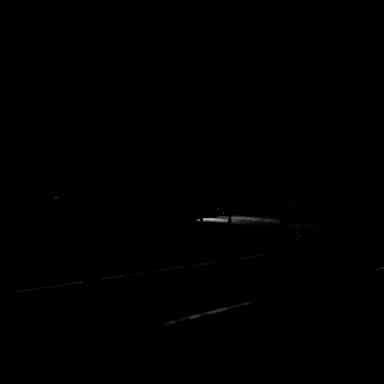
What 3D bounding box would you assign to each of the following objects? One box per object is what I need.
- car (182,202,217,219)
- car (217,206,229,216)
[{"bbox_3d":[-0.106,1.685,30.962,1.994,1.385,4.181,0,0,-39],"label":"car"},{"bbox_3d":[1.732,1.745,34.263,1.895,1.301,4.718,0,0,-39],"label":"car"}]
